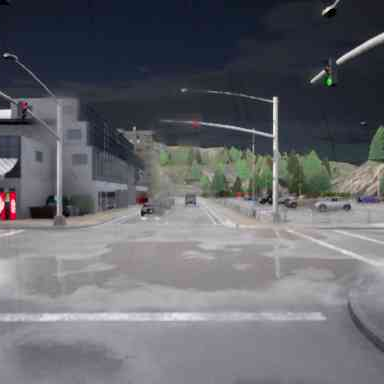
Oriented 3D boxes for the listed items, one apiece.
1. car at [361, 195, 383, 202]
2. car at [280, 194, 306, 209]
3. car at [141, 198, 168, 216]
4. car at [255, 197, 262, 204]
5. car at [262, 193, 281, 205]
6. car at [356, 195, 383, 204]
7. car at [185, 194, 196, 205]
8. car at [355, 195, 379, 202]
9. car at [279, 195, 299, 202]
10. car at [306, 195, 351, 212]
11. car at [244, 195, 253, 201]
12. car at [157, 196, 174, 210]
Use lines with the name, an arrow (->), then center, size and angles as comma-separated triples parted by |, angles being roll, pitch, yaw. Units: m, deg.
car -> 39.676, 1.370, 72.271 | 5.027, 1.636, 2.152 | 0, 0, 0
car -> 13.997, 1.183, 41.006 | 5.027, 1.636, 2.152 | 0, 0, 0
car -> -3.726, 1.575, 32.108 | 1.994, 1.385, 4.181 | 0, 0, 0
car -> 13.518, 1.132, 56.704 | 4.605, 1.855, 1.932 | 0, 0, 0
car -> 13.943, 1.111, 53.800 | 3.866, 1.878, 1.905 | 0, 0, 0
car -> 32.053, 1.356, 60.393 | 3.633, 1.501, 1.845 | 0, 0, 0
car -> -0.238, 1.568, 58.071 | 2.033, 1.411, 5.357 | 0, 0, 0
car -> 39.611, 1.381, 75.408 | 4.514, 1.523, 2.007 | 0, 0, 0
car -> 21.010, 1.424, 72.339 | 3.806, 1.475, 1.970 | 0, 0, 0
car -> 14.348, 1.259, 34.590 | 3.806, 1.475, 1.970 | 0, 0, 0
car -> 13.577, 1.415, 75.288 | 3.633, 1.501, 1.845 | 0, 0, 0
car -> -3.766, 1.367, 42.377 | 2.097, 1.767, 4.553 | 0, 0, 0
